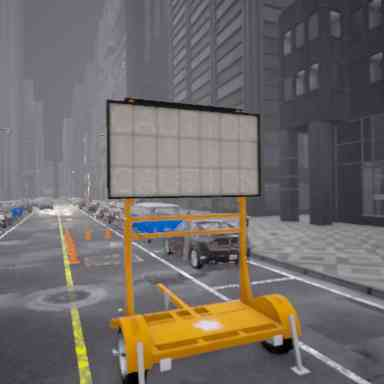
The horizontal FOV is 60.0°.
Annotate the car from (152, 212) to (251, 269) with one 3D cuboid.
[{"bbox_3d":[0.317,1.601,11.295,2.008,1.369,4.403,-1,0,-22],"label":"car"}]

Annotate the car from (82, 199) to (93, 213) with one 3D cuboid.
[{"bbox_3d":[-12.580,1.921,42.555,1.887,1.381,4.507,-1,0,-22],"label":"car"}]

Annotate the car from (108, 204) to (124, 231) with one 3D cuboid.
[{"bbox_3d":[-3.982,1.706,21.715,2.008,1.369,4.403,-1,0,-22],"label":"car"}]

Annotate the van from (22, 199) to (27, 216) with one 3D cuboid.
[{"bbox_3d":[-18.307,1.739,34.081,1.690,1.788,3.998,-1,0,-22],"label":"van"}]

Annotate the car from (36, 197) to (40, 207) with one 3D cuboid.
[{"bbox_3d":[-31.201,2.288,65.341,1.887,1.381,4.507,-1,0,-22],"label":"car"}]

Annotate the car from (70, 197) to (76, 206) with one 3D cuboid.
[{"bbox_3d":[-25.541,2.253,73.973,1.752,1.417,4.829,-1,0,-22],"label":"car"}]

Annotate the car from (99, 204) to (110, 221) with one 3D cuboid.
[{"bbox_3d":[-6.131,1.792,26.925,1.802,1.307,4.206,-1,0,-22],"label":"car"}]

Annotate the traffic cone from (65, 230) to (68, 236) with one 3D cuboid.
[{"bbox_3d":[-5.463,2.092,14.732,0.340,0.580,0.340,-1,0,-22],"label":"traffic cone"}]

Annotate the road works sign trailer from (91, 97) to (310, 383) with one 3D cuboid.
[{"bbox_3d":[-0.107,0.488,5.057,2.380,3.560,2.880,-1,0,-22],"label":"road works sign trailer"}]

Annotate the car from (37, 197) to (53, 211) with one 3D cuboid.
[{"bbox_3d":[-22.161,2.019,50.676,1.882,1.535,5.008,-1,0,-22],"label":"car"}]

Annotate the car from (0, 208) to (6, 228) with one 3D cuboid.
[{"bbox_3d":[-11.856,1.799,18.449,1.947,1.339,4.313,-1,0,-22],"label":"car"}]

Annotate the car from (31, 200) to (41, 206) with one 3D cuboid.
[{"bbox_3d":[-35.500,2.430,75.762,1.947,1.339,4.313,-1,0,-22],"label":"car"}]

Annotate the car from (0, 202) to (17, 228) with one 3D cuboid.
[{"bbox_3d":[-14.007,1.727,23.660,1.967,1.590,4.097,-1,0,-22],"label":"car"}]

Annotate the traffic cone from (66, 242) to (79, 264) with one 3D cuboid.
[{"bbox_3d":[-3.937,2.055,11.034,0.340,0.580,0.340,-1,0,-22],"label":"traffic cone"}]

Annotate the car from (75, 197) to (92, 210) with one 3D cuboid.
[{"bbox_3d":[-16.882,1.805,52.976,2.192,1.841,5.009,-1,0,-22],"label":"car"}]

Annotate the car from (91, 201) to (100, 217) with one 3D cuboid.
[{"bbox_3d":[-8.281,1.816,32.136,2.008,1.369,4.403,-1,0,-22],"label":"car"}]

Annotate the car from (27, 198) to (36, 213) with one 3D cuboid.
[{"bbox_3d":[-22.607,1.825,44.501,2.192,1.841,5.009,-1,0,-22],"label":"car"}]

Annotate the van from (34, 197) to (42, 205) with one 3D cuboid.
[{"bbox_3d":[-39.802,2.326,86.184,1.690,1.788,3.998,-1,0,-22],"label":"van"}]

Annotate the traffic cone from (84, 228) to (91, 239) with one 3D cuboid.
[{"bbox_3d":[-5.301,2.102,16.962,0.340,0.580,0.340,-1,0,-22],"label":"traffic cone"}]

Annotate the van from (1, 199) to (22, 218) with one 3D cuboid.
[{"bbox_3d":[-16.158,1.683,28.870,1.690,1.788,3.998,-1,0,-22],"label":"van"}]

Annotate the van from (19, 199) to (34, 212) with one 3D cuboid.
[{"bbox_3d":[-24.755,1.908,49.711,1.690,1.788,3.998,-1,0,-22],"label":"van"}]

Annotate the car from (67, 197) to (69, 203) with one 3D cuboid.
[{"bbox_3d":[-31.925,2.348,89.446,1.967,1.590,4.097,-1,0,-22],"label":"car"}]

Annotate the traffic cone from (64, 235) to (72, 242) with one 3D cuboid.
[{"bbox_3d":[-4.700,2.073,12.883,0.340,0.580,0.340,-1,0,-22],"label":"traffic cone"}]

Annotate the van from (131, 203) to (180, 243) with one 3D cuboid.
[{"bbox_3d":[-1.835,1.443,16.506,1.690,1.788,3.998,-1,0,-22],"label":"van"}]

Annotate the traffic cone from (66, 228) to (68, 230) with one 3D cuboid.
[{"bbox_3d":[-6.225,2.111,16.581,0.340,0.580,0.340,-1,0,-22],"label":"traffic cone"}]
